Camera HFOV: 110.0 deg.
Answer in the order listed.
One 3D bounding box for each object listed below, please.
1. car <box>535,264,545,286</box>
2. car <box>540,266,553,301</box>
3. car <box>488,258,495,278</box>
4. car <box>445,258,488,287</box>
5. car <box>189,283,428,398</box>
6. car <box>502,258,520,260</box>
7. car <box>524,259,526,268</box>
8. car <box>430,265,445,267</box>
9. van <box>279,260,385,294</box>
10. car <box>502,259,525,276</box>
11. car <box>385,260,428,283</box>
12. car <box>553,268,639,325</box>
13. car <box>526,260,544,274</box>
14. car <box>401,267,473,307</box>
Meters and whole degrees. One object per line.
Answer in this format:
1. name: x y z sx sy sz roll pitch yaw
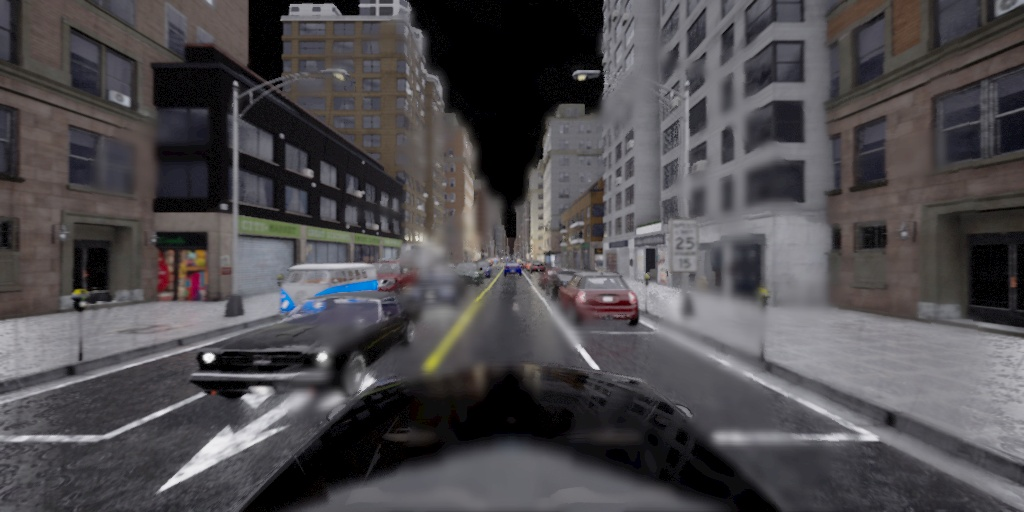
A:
1. car: 2.664 1.414 22.955 1.802 1.307 4.207 0 0 0
2. car: 2.665 1.377 17.430 1.948 1.339 4.313 0 0 0
3. car: -3.069 1.236 35.395 2.097 1.767 4.553 0 0 1
4. car: -3.101 1.197 25.405 2.097 1.767 4.553 0 0 0
5. car: -3.114 1.373 6.673 1.895 1.301 4.718 0 0 0
6. car: 0.005 1.432 49.893 2.128 1.511 4.902 0 0 0
7. car: 3.102 1.296 51.443 2.097 1.767 4.553 0 0 0
8. car: -5.862 1.403 22.946 1.948 1.339 4.313 0 0 0
9. van: -5.859 1.135 11.898 1.690 1.789 3.998 0 0 0
10. car: 0.092 1.375 39.412 1.882 1.535 5.008 0 0 0
11. car: -5.861 1.130 17.422 2.192 1.841 5.009 0 0 0
12. car: 2.667 1.229 11.905 1.967 1.591 4.097 0 0 0
13. car: 3.136 1.420 44.472 1.837 1.490 4.892 0 0 0
14. car: -3.095 1.372 15.762 1.994 1.385 4.181 0 0 1
